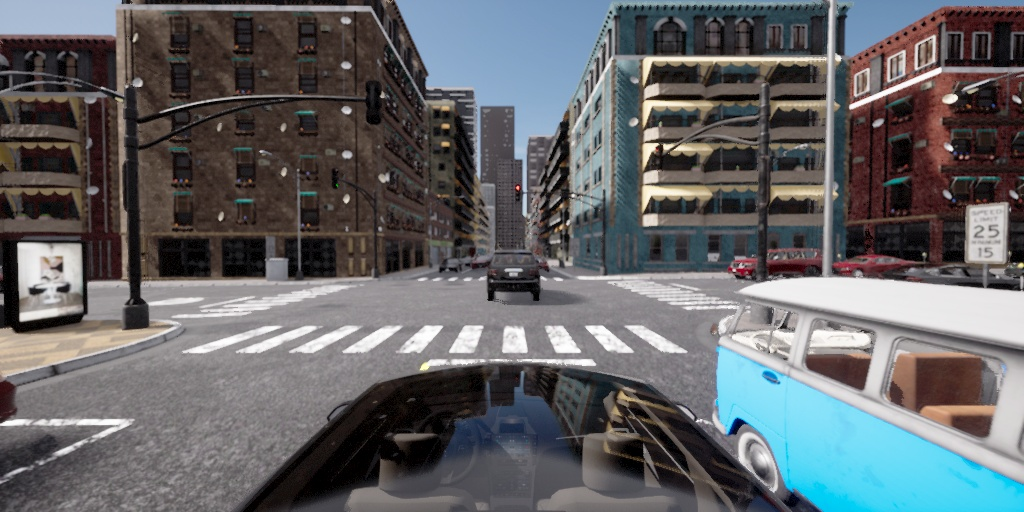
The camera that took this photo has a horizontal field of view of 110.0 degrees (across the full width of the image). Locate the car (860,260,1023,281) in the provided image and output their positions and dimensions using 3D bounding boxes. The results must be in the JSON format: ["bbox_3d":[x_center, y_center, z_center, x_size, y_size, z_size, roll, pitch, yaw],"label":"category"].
[{"bbox_3d":[15.767,0.930,12.971,4.313,1.339,1.948,0,0,-1],"label":"car"}]

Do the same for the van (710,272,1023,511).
[{"bbox_3d":[2.689,1.089,1.770,1.690,1.789,3.998,0,0,0],"label":"van"}]

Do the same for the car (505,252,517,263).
[{"bbox_3d":[-0.151,0.208,63.980,2.097,1.767,4.553,0,1,0],"label":"car"}]

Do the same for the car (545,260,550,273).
[{"bbox_3d":[2.611,0.859,34.160,1.802,1.307,4.207,0,0,0],"label":"car"}]

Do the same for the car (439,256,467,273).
[{"bbox_3d":[-5.770,0.844,34.152,1.948,1.339,4.313,0,0,0],"label":"car"}]

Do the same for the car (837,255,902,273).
[{"bbox_3d":[21.296,0.639,21.401,4.507,1.381,1.888,0,0,-1],"label":"car"}]

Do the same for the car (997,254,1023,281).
[{"bbox_3d":[28.965,0.604,18.866,4.181,1.385,1.994,-1,1,0],"label":"car"}]

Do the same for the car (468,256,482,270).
[{"bbox_3d":[-3.185,0.694,38.441,1.882,1.535,5.008,0,1,0],"label":"car"}]

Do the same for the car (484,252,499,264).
[{"bbox_3d":[-3.200,0.318,56.148,2.097,1.767,4.553,0,1,0],"label":"car"}]

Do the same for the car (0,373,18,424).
[{"bbox_3d":[-5.692,1.332,1.751,1.802,1.307,4.207,0,0,0],"label":"car"}]

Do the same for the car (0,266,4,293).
[{"bbox_3d":[-30.307,1.295,21.047,4.097,1.591,1.967,0,0,-1],"label":"car"}]

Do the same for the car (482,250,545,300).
[{"bbox_3d":[0.060,0.758,16.170,2.150,2.045,5.566,0,1,0],"label":"car"}]

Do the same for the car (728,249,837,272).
[{"bbox_3d":[15.725,0.491,21.349,5.009,1.841,2.192,0,0,-1],"label":"car"}]
